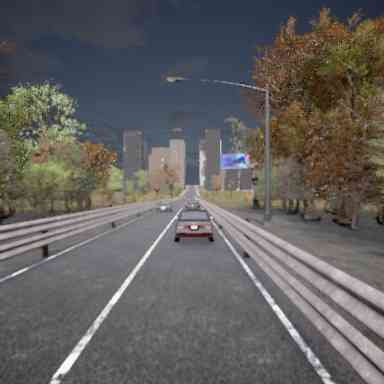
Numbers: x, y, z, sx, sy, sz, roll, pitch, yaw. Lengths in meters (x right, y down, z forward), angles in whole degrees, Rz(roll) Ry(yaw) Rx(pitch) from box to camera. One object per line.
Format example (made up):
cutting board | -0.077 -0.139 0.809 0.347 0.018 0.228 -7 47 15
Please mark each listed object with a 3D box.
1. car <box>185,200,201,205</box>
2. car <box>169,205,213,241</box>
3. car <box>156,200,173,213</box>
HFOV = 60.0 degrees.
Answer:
car | 0.103 1.760 42.848 2.128 1.511 4.902 0 0 0
car | 0.101 1.599 16.989 2.033 1.411 5.357 0 0 0
car | -3.334 1.746 41.124 2.128 1.511 4.902 0 -1 0
